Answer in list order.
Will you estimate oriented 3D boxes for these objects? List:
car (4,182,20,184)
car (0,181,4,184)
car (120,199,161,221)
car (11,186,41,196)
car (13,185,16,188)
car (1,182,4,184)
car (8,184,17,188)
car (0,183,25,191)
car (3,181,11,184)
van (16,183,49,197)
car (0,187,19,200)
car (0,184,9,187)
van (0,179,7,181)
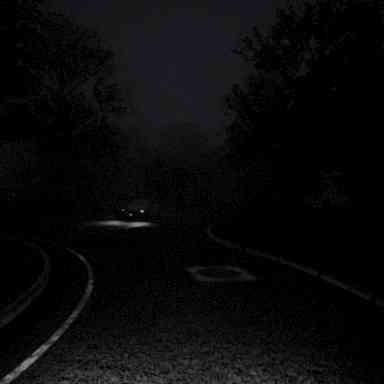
[{"bbox_3d":[-34.481,-0.538,66.992,5.008,1.535,2.097,3,1,-36],"label":"car"},{"bbox_3d":[-39.404,-0.975,73.693,5.008,1.535,2.097,3,1,-36],"label":"car"},{"bbox_3d":[-3.692,1.254,24.924,1.812,1.442,4.674,1,1,12],"label":"car"},{"bbox_3d":[-31.189,-0.215,62.536,4.792,1.488,2.163,3,1,-36],"label":"car"},{"bbox_3d":[-27.912,0.078,58.064,4.792,1.488,2.163,3,1,-36],"label":"car"},{"bbox_3d":[-37.766,-0.790,71.460,4.674,1.452,2.002,3,1,-36],"label":"car"},{"bbox_3d":[-29.722,-0.109,60.173,5.366,1.575,1.946,3,1,-36],"label":"car"},{"bbox_3d":[-41.045,-1.080,75.933,4.674,1.452,2.002,3,1,-36],"label":"car"},{"bbox_3d":[-36.091,-0.808,69.241,4.553,1.767,2.185,3,1,-36],"label":"car"},{"bbox_3d":[-26.377,-0.035,55.738,4.442,1.987,1.878,3,1,-36],"label":"van"},{"bbox_3d":[-27.215,0.367,48.143,1.895,1.301,4.718,3,0,-44],"label":"car"},{"bbox_3d":[-32.415,-0.151,55.564,1.837,1.490,4.892,3,2,-36],"label":"car"},{"bbox_3d":[-42.570,-1.486,78.233,4.442,1.987,1.878,3,1,-36],"label":"van"}]
